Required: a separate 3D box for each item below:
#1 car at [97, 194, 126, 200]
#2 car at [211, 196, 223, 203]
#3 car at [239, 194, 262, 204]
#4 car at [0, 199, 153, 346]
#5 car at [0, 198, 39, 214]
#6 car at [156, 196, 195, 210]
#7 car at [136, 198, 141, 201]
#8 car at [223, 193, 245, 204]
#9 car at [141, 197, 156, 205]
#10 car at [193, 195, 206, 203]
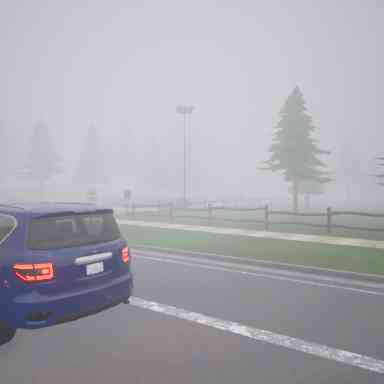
[{"bbox_3d":[-11.530,1.492,48.426,2.128,1.511,4.902,0,0,35],"label":"car"},{"bbox_3d":[5.740,1.478,66.854,1.882,1.535,5.008,0,0,35],"label":"car"},{"bbox_3d":[11.575,1.547,62.982,2.033,1.411,5.357,0,0,35],"label":"car"},{"bbox_3d":[-3.598,1.221,6.501,5.566,2.045,2.150,0,0,36],"label":"car"},{"bbox_3d":[-19.762,1.491,36.677,2.128,1.511,4.902,0,0,35],"label":"car"},{"bbox_3d":[-2.101,1.504,43.588,1.837,1.490,4.892,0,0,35],"label":"car"},{"bbox_3d":[-6.794,1.491,49.090,2.128,1.511,4.902,0,0,35],"label":"car"},{"bbox_3d":[8.830,1.215,65.156,2.150,2.045,5.566,0,0,35],"label":"car"},{"bbox_3d":[-4.594,1.564,46.129,1.994,1.385,4.181,0,0,35],"label":"car"},{"bbox_3d":[0.862,1.351,66.040,2.097,1.767,4.553,0,0,35],"label":"car"}]
